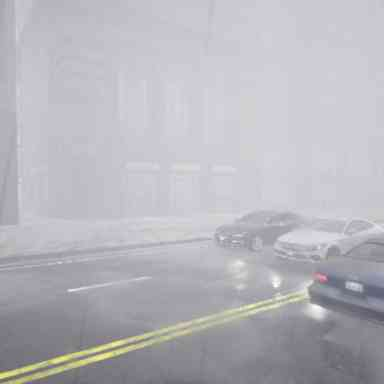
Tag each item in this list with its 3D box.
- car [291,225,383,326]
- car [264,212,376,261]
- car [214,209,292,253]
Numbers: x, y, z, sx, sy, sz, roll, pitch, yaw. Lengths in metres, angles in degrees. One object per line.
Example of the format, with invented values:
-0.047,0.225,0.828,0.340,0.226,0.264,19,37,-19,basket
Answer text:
4.612,1.548,6.733,5.357,1.411,2.033,0,0,-36,car
4.790,1.527,11.105,4.674,1.442,1.812,0,0,-35,car
3.107,1.506,13.884,4.892,1.490,1.837,0,0,-35,car
